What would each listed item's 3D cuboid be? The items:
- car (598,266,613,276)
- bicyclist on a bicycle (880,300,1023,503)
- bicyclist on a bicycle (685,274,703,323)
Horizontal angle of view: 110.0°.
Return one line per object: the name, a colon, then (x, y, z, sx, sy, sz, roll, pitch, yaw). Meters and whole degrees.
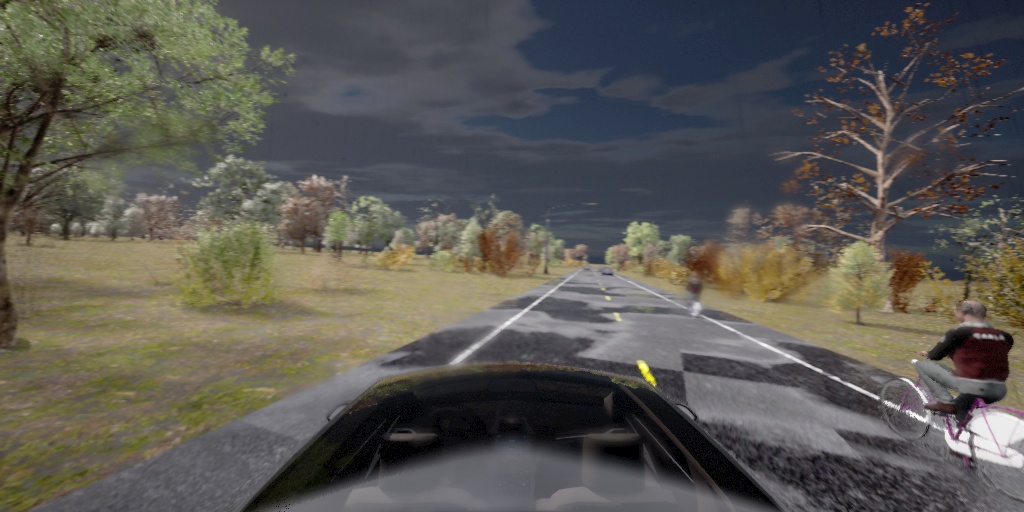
car: (16.075, 2.654, 60.721, 1.994, 1.385, 4.181, 2, -1, 12)
bicyclist on a bicycle: (4.671, 1.337, 3.834, 0.659, 1.776, 1.843, 2, 0, 12)
bicyclist on a bicycle: (6.729, 1.526, 13.354, 0.659, 1.776, 1.843, 2, 0, 12)
